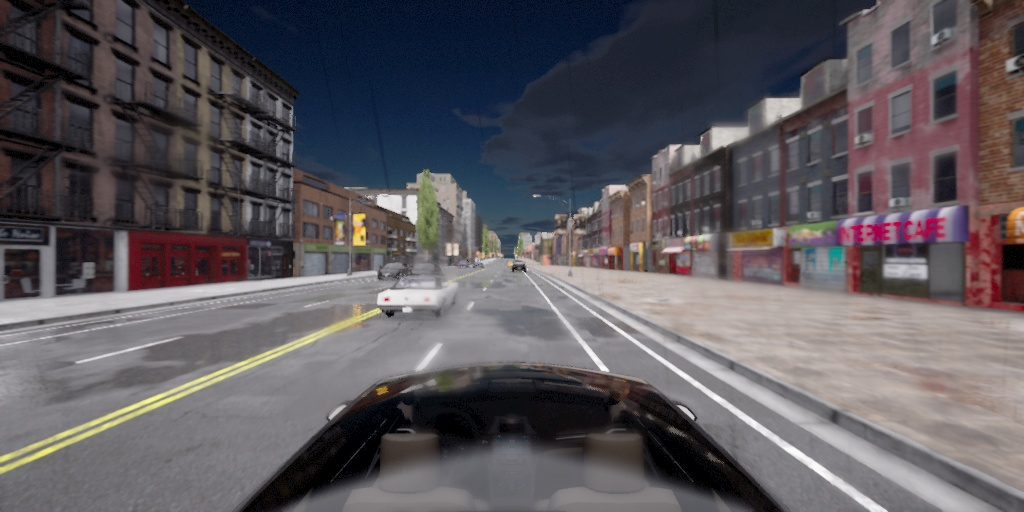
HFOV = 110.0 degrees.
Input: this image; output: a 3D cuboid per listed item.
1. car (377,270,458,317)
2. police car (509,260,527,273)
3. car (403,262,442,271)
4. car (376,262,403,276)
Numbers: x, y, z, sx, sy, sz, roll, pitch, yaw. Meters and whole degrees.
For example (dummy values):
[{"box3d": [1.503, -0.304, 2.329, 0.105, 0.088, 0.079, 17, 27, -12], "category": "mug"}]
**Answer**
[{"box3d": [-3.155, 1.348, 13.069, 1.895, 1.301, 4.718, 0, 0, 0], "category": "car"}, {"box3d": [0.962, 1.391, 48.622, 1.930, 1.638, 5.238, 0, -1, 0], "category": "police car"}, {"box3d": [-6.603, 1.265, 27.679, 1.837, 1.490, 4.892, 0, 0, 0], "category": "car"}, {"box3d": [-9.853, 1.280, 30.466, 1.837, 1.490, 4.892, 0, 0, 0], "category": "car"}]
